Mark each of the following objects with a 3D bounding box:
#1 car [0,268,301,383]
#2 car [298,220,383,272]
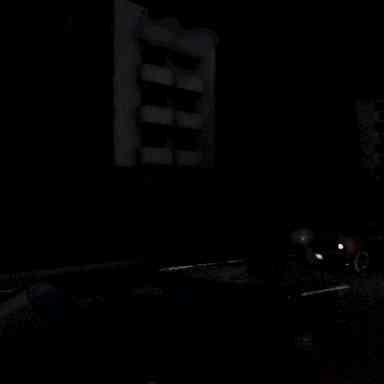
[{"bbox_3d":[-1.041,1.509,2.865,4.674,1.442,1.812,0,0,-33],"label":"car"},{"bbox_3d":[5.770,1.575,10.566,4.718,1.301,1.895,0,0,-22],"label":"car"}]
